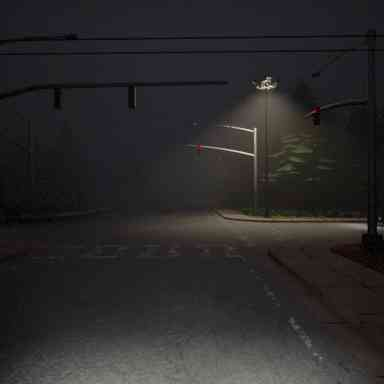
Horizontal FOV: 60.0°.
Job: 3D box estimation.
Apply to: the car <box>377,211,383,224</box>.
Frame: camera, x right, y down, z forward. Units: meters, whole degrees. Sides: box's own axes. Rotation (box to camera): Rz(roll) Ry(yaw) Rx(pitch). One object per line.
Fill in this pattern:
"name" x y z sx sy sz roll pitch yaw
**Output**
"car" 14.895 1.513 22.079 4.892 1.490 1.837 0 0 1
